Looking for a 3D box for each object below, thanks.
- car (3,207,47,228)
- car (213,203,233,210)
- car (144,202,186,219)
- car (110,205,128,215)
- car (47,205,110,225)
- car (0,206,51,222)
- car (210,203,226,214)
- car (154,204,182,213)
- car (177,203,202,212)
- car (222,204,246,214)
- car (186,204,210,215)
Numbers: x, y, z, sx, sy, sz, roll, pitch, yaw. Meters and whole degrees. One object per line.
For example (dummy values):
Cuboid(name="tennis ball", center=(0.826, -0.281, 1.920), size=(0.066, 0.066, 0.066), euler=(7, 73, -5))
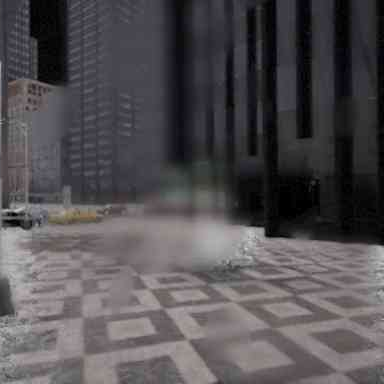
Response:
Cuboid(name="car", center=(-13.137, 2.015, 23.853), size=(1.947, 1.339, 4.313), euler=(-2, -2, 36))
Cuboid(name="car", center=(6.163, 2.818, 65.555), size=(2.008, 1.369, 4.403), euler=(-2, -2, 36))
Cuboid(name="car", center=(-3.303, 2.032, 37.640), size=(2.192, 1.841, 5.009), euler=(-2, -2, 36))
Cuboid(name="car", center=(-10.234, 2.340, 42.591), size=(1.887, 1.381, 4.507), euler=(-2, -2, 36))
Cuboid(name="car", center=(-9.760, 2.064, 28.585), size=(1.752, 1.417, 4.829), euler=(-2, -2, 36))
Cuboid(name="car", center=(-16.792, 2.166, 33.405), size=(2.008, 1.369, 4.403), euler=(-2, -2, 36))
Cuboid(name="car", center=(3.264, 2.486, 46.823), size=(1.802, 1.307, 4.206), euler=(-2, -2, 36))
Cuboid(name="car", center=(-3.676, 2.534, 51.776), size=(2.008, 1.369, 4.403), euler=(-2, -2, 36))
Cuboid(name="car", center=(-0.396, 2.629, 56.368), size=(2.008, 1.369, 4.403), euler=(-2, -2, 36))
Cuboid(name="car", center=(6.539, 2.544, 51.412), size=(1.887, 1.381, 4.507), euler=(-2, -2, 36))
Cuboid(name="car", center=(-0.021, 2.354, 42.226), size=(1.887, 1.381, 4.507), euler=(-2, -2, 36))
